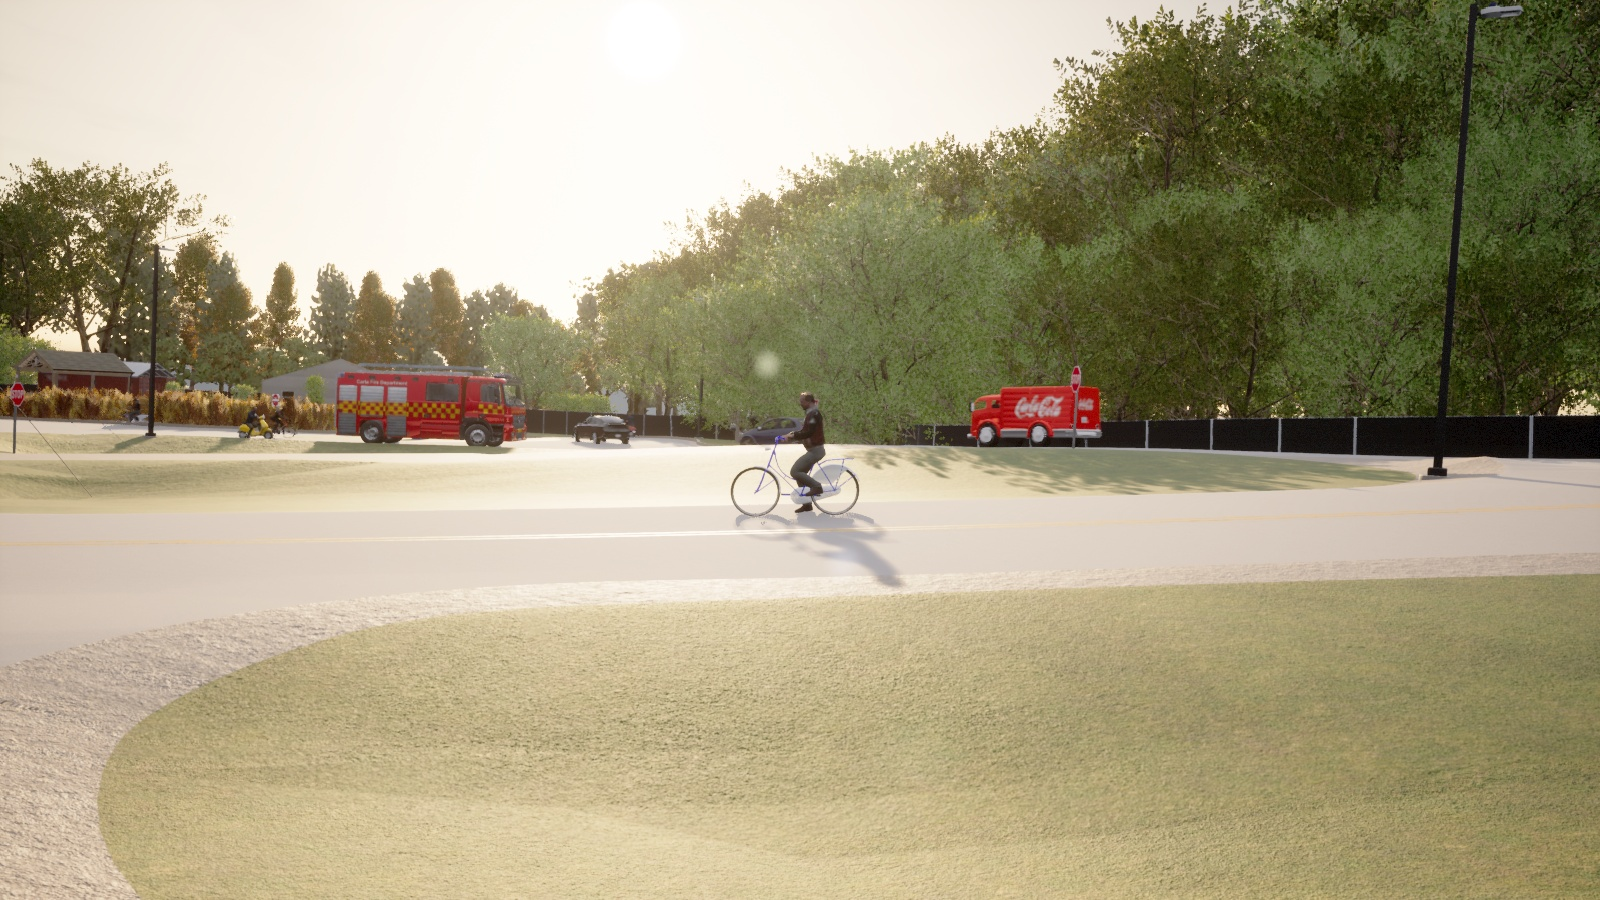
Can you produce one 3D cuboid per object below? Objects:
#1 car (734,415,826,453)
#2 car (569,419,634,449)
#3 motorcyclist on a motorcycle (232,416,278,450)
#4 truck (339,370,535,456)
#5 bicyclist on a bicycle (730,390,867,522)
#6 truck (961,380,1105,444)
[{"bbox_3d":[-0.953,-0.738,59.448,3.988,1.617,1.851,-2,0,35],"label":"car"},{"bbox_3d":[-10.903,-0.923,68.763,1.837,1.490,4.892,-2,3,-31],"label":"car"},{"bbox_3d":[-26.027,-0.809,59.969,1.817,1.590,0.866,0,2,9],"label":"motorcyclist on a motorcycle"},{"bbox_3d":[-17.203,-1.783,59.741,8.468,3.827,2.891,1,2,4],"label":"truck"},{"bbox_3d":[-0.029,0.070,17.746,1.843,1.776,0.659,-2,3,-5],"label":"bicyclist on a bicycle"},{"bbox_3d":[9.515,-1.499,51.579,5.204,2.467,2.627,0,1,45],"label":"truck"}]
